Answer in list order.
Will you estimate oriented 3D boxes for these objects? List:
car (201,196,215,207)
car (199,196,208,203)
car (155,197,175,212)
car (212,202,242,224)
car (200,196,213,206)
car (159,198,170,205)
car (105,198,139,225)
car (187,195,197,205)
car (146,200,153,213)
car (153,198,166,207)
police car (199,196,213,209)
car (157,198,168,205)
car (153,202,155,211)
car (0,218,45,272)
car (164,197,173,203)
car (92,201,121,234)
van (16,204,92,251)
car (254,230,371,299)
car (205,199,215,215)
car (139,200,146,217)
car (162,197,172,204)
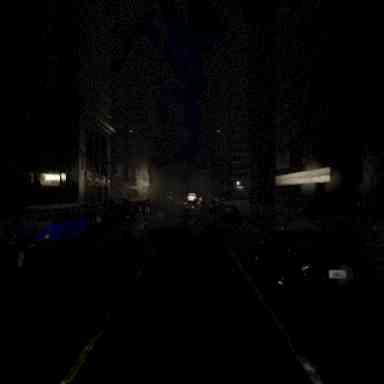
[{"bbox_3d":[2.759,1.592,59.113,2.192,1.841,5.009,0,0,0],"label":"car"},{"bbox_3d":[2.760,1.840,81.657,1.967,1.590,4.097,0,0,0],"label":"car"},{"bbox_3d":[-3.090,1.713,41.427,1.812,1.442,4.674,0,0,0],"label":"car"},{"bbox_3d":[2.760,1.696,25.295,1.802,1.307,4.206,0,0,0],"label":"car"},{"bbox_3d":[2.759,1.621,64.750,2.192,1.841,5.009,0,0,0],"label":"car"},{"bbox_3d":[-5.764,1.903,70.382,1.947,1.339,4.313,0,0,0],"label":"car"},{"bbox_3d":[-5.766,1.428,25.291,2.192,1.841,5.009,0,0,0],"label":"car"},{"bbox_3d":[0.002,1.813,67.134,2.128,1.511,4.902,0,0,0],"label":"car"},{"bbox_3d":[-5.765,1.731,36.563,1.947,1.339,4.313,0,0,0],"label":"car"},{"bbox_3d":[-5.765,1.801,58.939,1.752,1.417,4.829,0,0,0],"label":"car"},{"bbox_3d":[2.367,1.651,49.204,1.930,1.638,5.238,0,0,0],"label":"police car"},{"bbox_3d":[-5.764,1.888,64.746,1.802,1.307,4.206,0,0,0],"label":"car"},{"bbox_3d":[-5.765,1.742,42.199,2.008,1.369,4.403,0,0,0],"label":"car"},{"bbox_3d":[-5.766,1.588,8.380,2.008,1.369,4.403,0,0,0],"label":"car"},{"bbox_3d":[-5.764,1.951,81.655,2.008,1.369,4.403,0,0,0],"label":"car"},{"bbox_3d":[-5.766,1.528,19.653,1.967,1.590,4.097,0,0,0],"label":"car"},{"bbox_3d":[-5.766,1.403,14.017,1.690,1.788,3.998,0,0,0],"label":"van"},{"bbox_3d":[2.759,1.603,8.386,1.947,1.339,4.313,0,0,0],"label":"car"},{"bbox_3d":[2.760,1.747,36.568,1.802,1.307,4.206,0,0,0],"label":"car"},{"bbox_3d":[-5.765,1.705,30.927,1.947,1.339,4.313,0,0,0],"label":"car"},{"bbox_3d":[-5.764,1.934,76.019,1.947,1.339,4.313,0,0,0],"label":"car"}]
